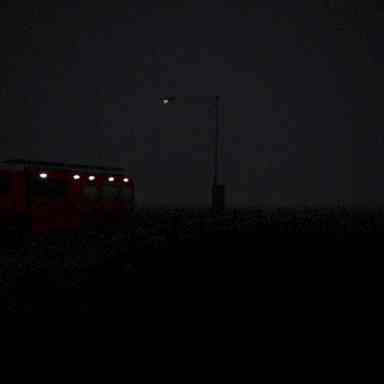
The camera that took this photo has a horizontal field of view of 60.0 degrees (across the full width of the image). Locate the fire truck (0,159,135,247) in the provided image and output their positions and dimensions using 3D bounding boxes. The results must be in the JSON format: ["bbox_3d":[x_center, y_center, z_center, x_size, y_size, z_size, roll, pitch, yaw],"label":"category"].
[{"bbox_3d":[-7.024,0.466,17.034,2.891,3.827,8.468,2,0,40],"label":"fire truck"}]
